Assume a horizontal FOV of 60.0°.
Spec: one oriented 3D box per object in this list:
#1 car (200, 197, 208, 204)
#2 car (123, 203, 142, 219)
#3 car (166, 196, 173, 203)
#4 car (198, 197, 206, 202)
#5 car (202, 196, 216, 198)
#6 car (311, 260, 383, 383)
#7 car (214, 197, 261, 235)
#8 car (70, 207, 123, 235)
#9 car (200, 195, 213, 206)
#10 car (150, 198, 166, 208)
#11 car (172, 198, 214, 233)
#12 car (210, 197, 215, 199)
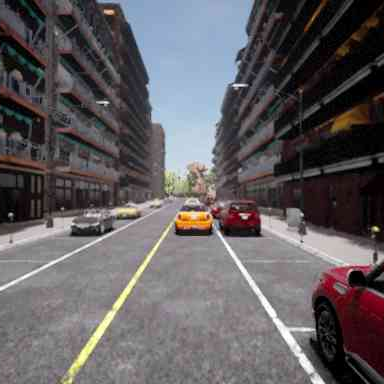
[{"bbox_3d":[2.721,1.863,75.283,1.752,1.417,4.829,1,0,0],"label":"car"},{"bbox_3d":[-5.675,1.659,30.435,1.752,1.417,4.829,1,0,0],"label":"car"},{"bbox_3d":[-5.685,1.804,80.715,1.967,1.590,4.097,1,0,0],"label":"car"},{"bbox_3d":[2.786,1.984,92.459,1.947,1.339,4.313,1,0,0],"label":"car"},{"bbox_3d":[2.711,1.524,47.275,2.192,1.841,5.009,1,0,0],"label":"car"},{"bbox_3d":[2.704,1.327,2.732,2.192,1.841,5.009,1,0,0],"label":"car"},{"bbox_3d":[2.707,1.400,19.435,2.192,1.841,5.009,1,0,0],"label":"car"},{"bbox_3d":[-5.677,1.636,19.468,2.008,1.369,4.403,1,0,0],"label":"car"},{"bbox_3d":[2.714,1.600,63.978,2.192,1.841,5.009,1,0,0],"label":"car"},{"bbox_3d":[-5.671,1.760,52.705,1.752,1.417,4.829,1,0,0],"label":"car"},{"bbox_3d":[0.105,1.441,20.368,2.097,1.767,4.553,0,0,0],"label":"car"},{"bbox_3d":[2.706,1.574,30.570,1.967,1.590,4.097,1,0,0],"label":"car"}]
